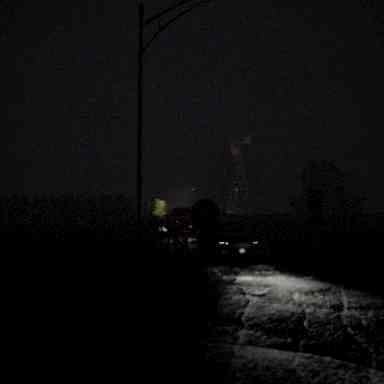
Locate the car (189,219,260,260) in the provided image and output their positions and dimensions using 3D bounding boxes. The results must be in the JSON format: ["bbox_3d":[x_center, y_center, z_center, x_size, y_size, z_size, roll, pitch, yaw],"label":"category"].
[{"bbox_3d":[1.466,2.034,14.855,2.128,1.511,4.902,1,-2,-10],"label":"car"}]

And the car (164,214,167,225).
[{"bbox_3d":[-2.205,3.037,38.719,2.128,1.511,4.902,1,-3,-7],"label":"car"}]

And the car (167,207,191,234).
[{"bbox_3d":[-0.535,2.263,26.853,2.150,2.045,5.566,1,-2,-9],"label":"car"}]
